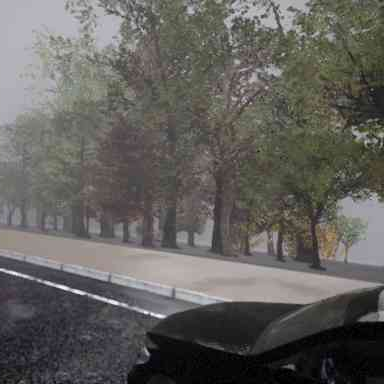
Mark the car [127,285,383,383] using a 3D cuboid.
[{"bbox_3d":[1.572,1.525,2.562,4.674,1.442,1.812,0,0,36],"label":"car"}]
